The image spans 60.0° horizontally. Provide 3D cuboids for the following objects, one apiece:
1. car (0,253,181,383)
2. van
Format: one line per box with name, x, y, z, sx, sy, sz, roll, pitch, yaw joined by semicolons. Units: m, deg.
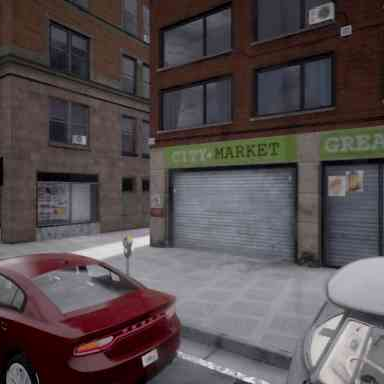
car;-2.240;1.545;4.672;4.507;1.381;1.887;0;0;35
van;2.370;1.341;1.386;3.998;1.788;1.690;0;0;35
